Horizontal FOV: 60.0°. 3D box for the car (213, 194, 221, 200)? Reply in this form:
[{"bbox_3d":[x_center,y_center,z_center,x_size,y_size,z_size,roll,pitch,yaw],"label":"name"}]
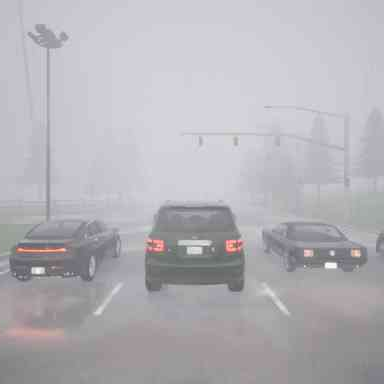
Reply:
[{"bbox_3d":[7.048,1.385,93.449,1.994,1.385,4.181,0,0,0],"label":"car"}]

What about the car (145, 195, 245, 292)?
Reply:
[{"bbox_3d":[0.074,1.221,9.095,2.150,2.045,5.566,0,0,0],"label":"car"}]

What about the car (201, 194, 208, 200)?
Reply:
[{"bbox_3d":[3.548,1.310,93.451,1.882,1.535,5.008,0,0,0],"label":"car"}]

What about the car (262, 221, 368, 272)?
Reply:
[{"bbox_3d":[3.585,1.601,10.760,1.895,1.301,4.718,0,0,0],"label":"car"}]

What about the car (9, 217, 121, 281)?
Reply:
[{"bbox_3d":[-3.422,1.505,9.844,1.837,1.490,4.892,0,0,0],"label":"car"}]

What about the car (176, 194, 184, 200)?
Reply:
[{"bbox_3d":[-3.452,1.372,93.454,2.033,1.411,5.357,0,0,0],"label":"car"}]

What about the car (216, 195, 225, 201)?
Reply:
[{"bbox_3d":[7.043,1.544,83.412,1.994,1.385,4.181,0,0,0],"label":"car"}]

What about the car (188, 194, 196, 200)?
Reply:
[{"bbox_3d":[0.048,1.357,93.453,2.128,1.511,4.902,0,0,0],"label":"car"}]

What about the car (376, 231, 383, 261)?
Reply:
[{"bbox_3d":[7.076,1.492,9.213,2.128,1.511,4.902,0,0,0],"label":"car"}]
